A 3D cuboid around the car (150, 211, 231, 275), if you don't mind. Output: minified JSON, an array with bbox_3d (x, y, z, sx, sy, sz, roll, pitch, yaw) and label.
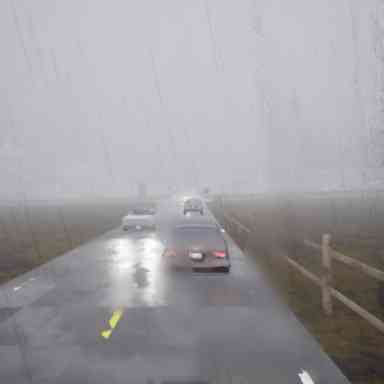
[{"bbox_3d":[0.096,1.555,10.426,2.033,1.411,5.357,0,0,0],"label":"car"}]

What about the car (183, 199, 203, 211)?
[{"bbox_3d":[0.121,1.339,32.258,2.033,1.411,5.357,0,1,0],"label":"car"}]

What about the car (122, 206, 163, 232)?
[{"bbox_3d":[-2.836,1.553,19.844,1.895,1.301,4.718,0,1,0],"label":"car"}]
